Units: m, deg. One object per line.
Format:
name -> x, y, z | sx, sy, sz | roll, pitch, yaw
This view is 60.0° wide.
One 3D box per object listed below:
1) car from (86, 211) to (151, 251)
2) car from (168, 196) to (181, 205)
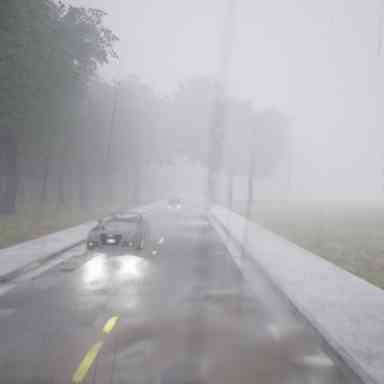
car -> -2.846, 1.507, 13.661 | 1.994, 1.385, 4.181 | 0, 0, 0
car -> -2.803, 1.377, 54.021 | 1.895, 1.301, 4.718 | 0, 0, 0
